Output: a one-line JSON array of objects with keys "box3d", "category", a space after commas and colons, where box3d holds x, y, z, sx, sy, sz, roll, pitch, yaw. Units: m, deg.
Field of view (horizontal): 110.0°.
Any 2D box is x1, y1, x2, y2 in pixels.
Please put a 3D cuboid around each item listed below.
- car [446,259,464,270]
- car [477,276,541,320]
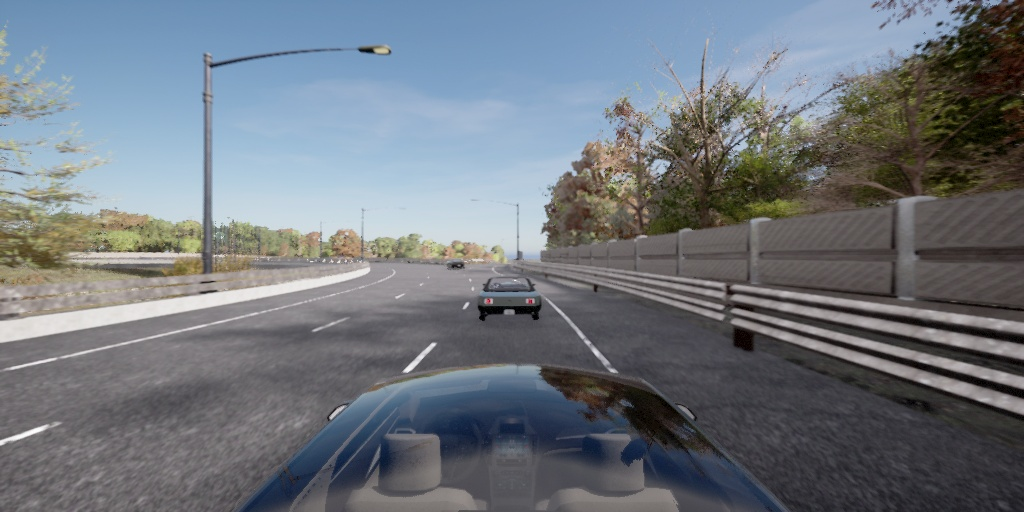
[{"box3d": [-8.383, 1.183, 52.723, 1.882, 1.535, 5.008, 0, 0, -22], "category": "car"}, {"box3d": [-0.124, 1.340, 12.592, 1.895, 1.301, 4.718, 0, 0, -1], "category": "car"}]
